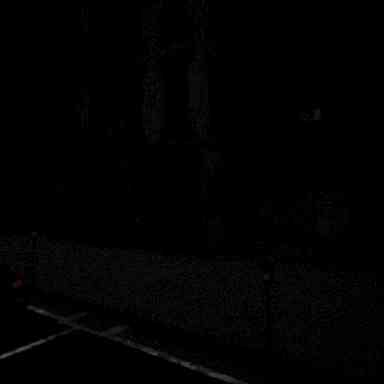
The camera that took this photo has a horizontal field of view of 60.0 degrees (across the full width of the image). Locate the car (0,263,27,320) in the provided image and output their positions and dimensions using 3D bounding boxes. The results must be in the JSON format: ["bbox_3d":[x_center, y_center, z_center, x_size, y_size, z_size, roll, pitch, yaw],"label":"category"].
[{"bbox_3d":[-4.684,1.651,6.153,4.206,1.307,1.802,-1,0,36],"label":"car"}]
